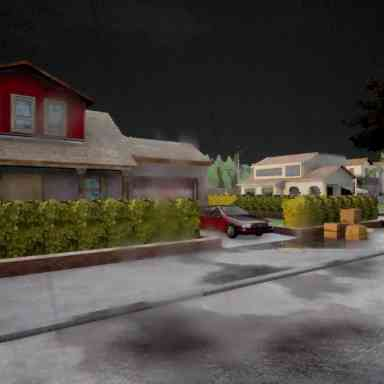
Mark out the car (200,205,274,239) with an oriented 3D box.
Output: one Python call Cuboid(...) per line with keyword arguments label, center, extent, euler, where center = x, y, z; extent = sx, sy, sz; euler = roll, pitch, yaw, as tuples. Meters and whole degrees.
Cuboid(label="car", center=(1.536, 1.356, 16.530), extent=(2.033, 1.415, 5.357), euler=(0, 0, -33))
